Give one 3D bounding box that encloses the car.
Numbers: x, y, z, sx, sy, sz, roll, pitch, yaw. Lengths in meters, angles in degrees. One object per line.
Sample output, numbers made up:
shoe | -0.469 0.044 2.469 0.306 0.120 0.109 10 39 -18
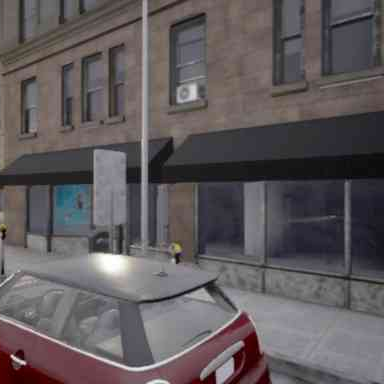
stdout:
car | -1.320 1.438 3.751 4.097 1.590 1.967 0 0 35
